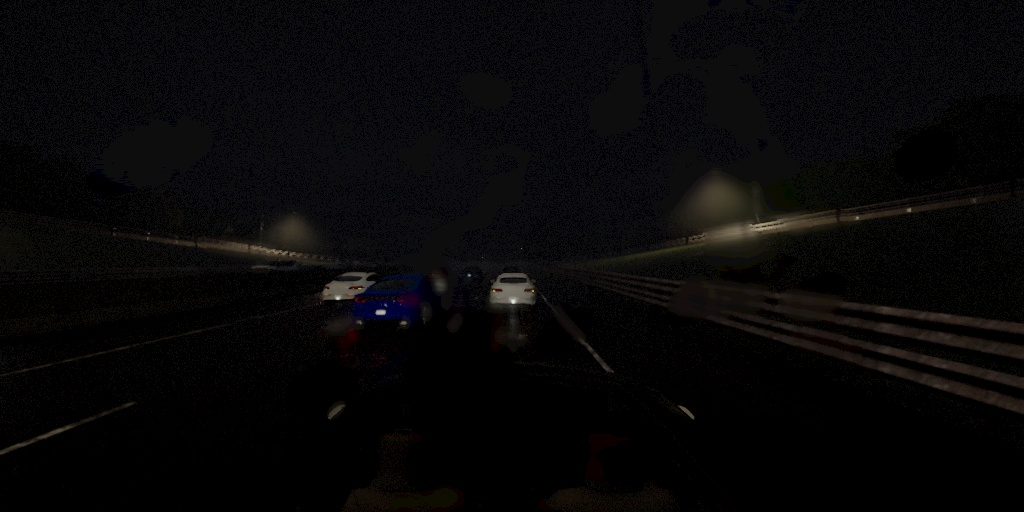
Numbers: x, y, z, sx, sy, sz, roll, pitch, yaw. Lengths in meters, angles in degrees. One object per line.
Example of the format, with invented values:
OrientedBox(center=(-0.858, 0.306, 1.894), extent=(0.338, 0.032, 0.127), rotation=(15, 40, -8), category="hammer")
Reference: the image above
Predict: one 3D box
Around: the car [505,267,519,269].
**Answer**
OrientedBox(center=(-0.028, 1.692, 31.827), extent=(2.033, 1.411, 5.357), rotation=(0, -1, -1), category="car")

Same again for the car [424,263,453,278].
OrientedBox(center=(-7.105, 1.703, 35.815), extent=(1.837, 1.490, 4.892), rotation=(0, -1, -1), category="car")

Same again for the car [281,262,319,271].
OrientedBox(center=(-21.321, 1.694, 37.422), extent=(1.882, 1.535, 5.008), rotation=(0, -1, -1), category="car")

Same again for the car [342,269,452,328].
OrientedBox(center=(-3.448, 1.354, 11.913), extent=(1.882, 1.535, 5.008), rotation=(0, 0, 0), category="car")

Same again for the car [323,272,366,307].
OrientedBox(center=(-6.945, 1.464, 16.614), extent=(1.812, 1.442, 4.674), rotation=(0, -1, 0), category="car")

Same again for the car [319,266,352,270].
OrientedBox(center=(-17.831, 1.744, 37.503), extent=(1.812, 1.442, 4.674), rotation=(0, -1, -1), category="car")

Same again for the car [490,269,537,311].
OrientedBox(center=(0.054, 1.447, 15.410), extent=(1.812, 1.442, 4.674), rotation=(0, -1, 0), category="car")

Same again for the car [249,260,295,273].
OrientedBox(center=(-24.828, 1.440, 37.699), extent=(2.150, 2.045, 5.566), rotation=(0, -1, -1), category="car")

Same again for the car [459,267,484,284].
OrientedBox(center=(-3.528, 1.691, 31.791), extent=(2.033, 1.411, 5.357), rotation=(0, -1, -1), category="car")
